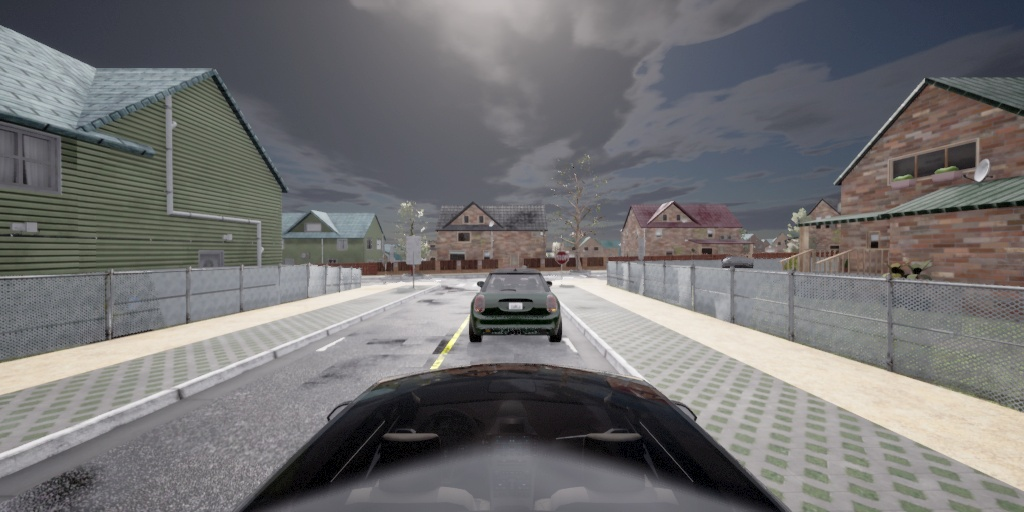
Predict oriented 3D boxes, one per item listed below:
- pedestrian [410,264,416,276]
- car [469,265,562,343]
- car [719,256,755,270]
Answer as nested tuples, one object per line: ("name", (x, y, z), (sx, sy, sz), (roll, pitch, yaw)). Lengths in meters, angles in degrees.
("pedestrian", (-9.705, 1.031, 35.098), (0.375, 1.860, 0.375), (0, 2, 0))
("car", (0.076, 1.103, 9.872), (2.097, 1.767, 4.553), (0, 0, 0))
("car", (19.662, 0.764, 32.280), (4.674, 1.442, 1.812), (-1, 1, 0))
